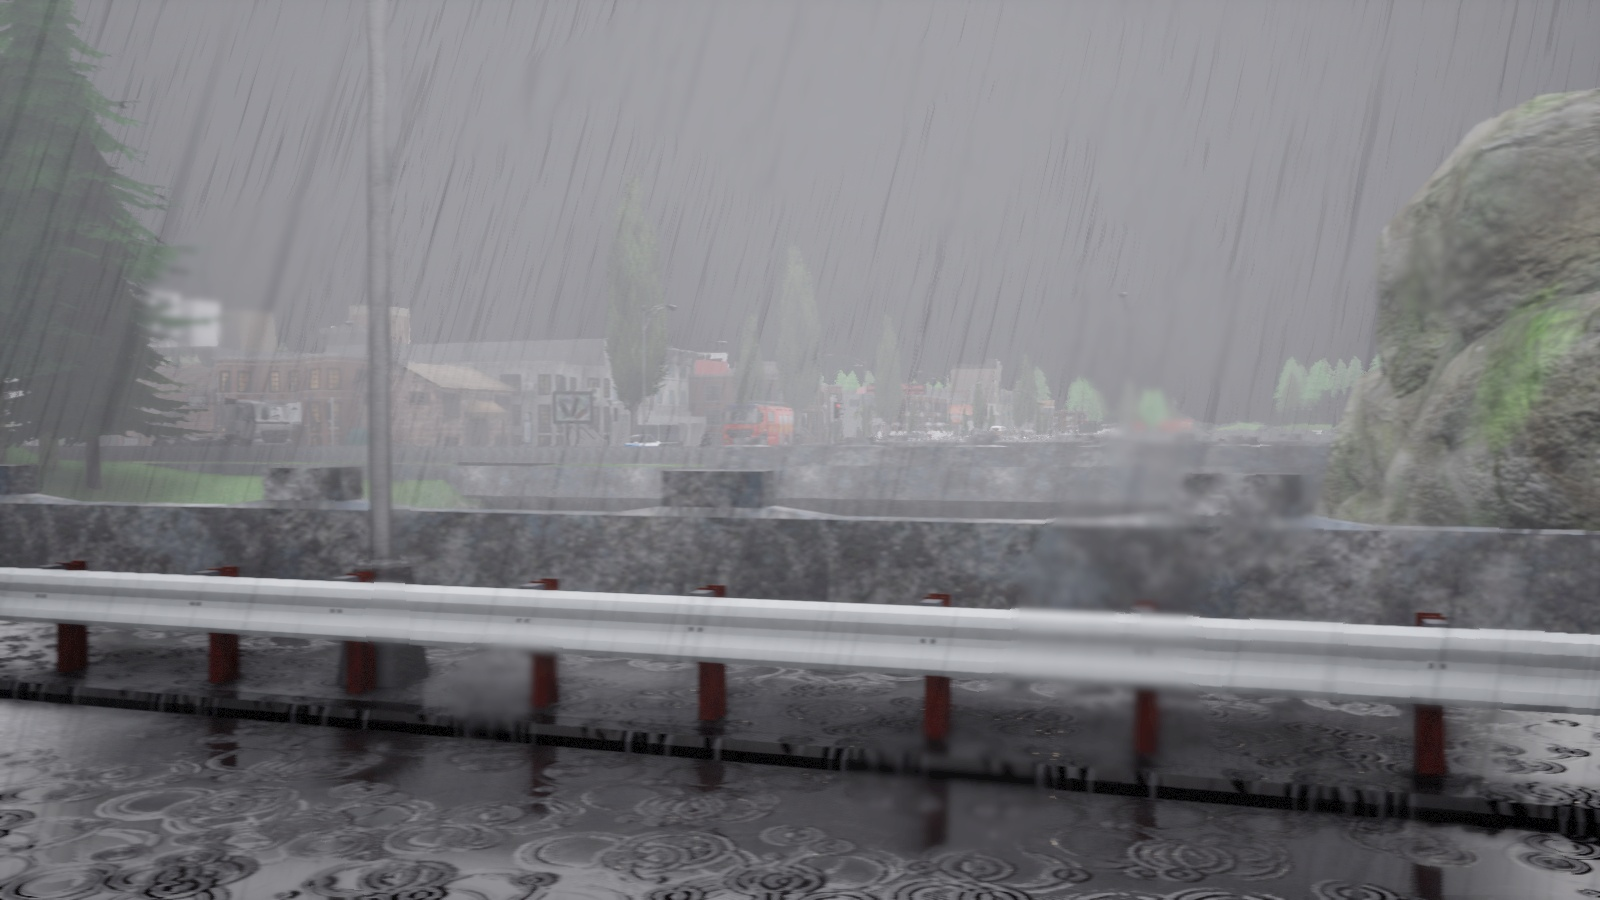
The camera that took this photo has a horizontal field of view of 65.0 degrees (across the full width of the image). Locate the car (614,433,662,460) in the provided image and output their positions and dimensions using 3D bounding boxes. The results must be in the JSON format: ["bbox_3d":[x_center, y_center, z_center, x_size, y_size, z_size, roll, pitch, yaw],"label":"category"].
[{"bbox_3d":[-8.344,-0.189,64.779,1.481,1.376,2.207,-1,1,-40],"label":"car"}]

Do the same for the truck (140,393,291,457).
[{"bbox_3d":[-33.196,-1.426,71.364,7.936,3.462,2.891,1,1,19],"label":"truck"}]

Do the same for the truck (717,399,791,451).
[{"bbox_3d":[-3.486,-1.920,97.852,2.891,3.827,8.468,1,1,19],"label":"truck"}]
